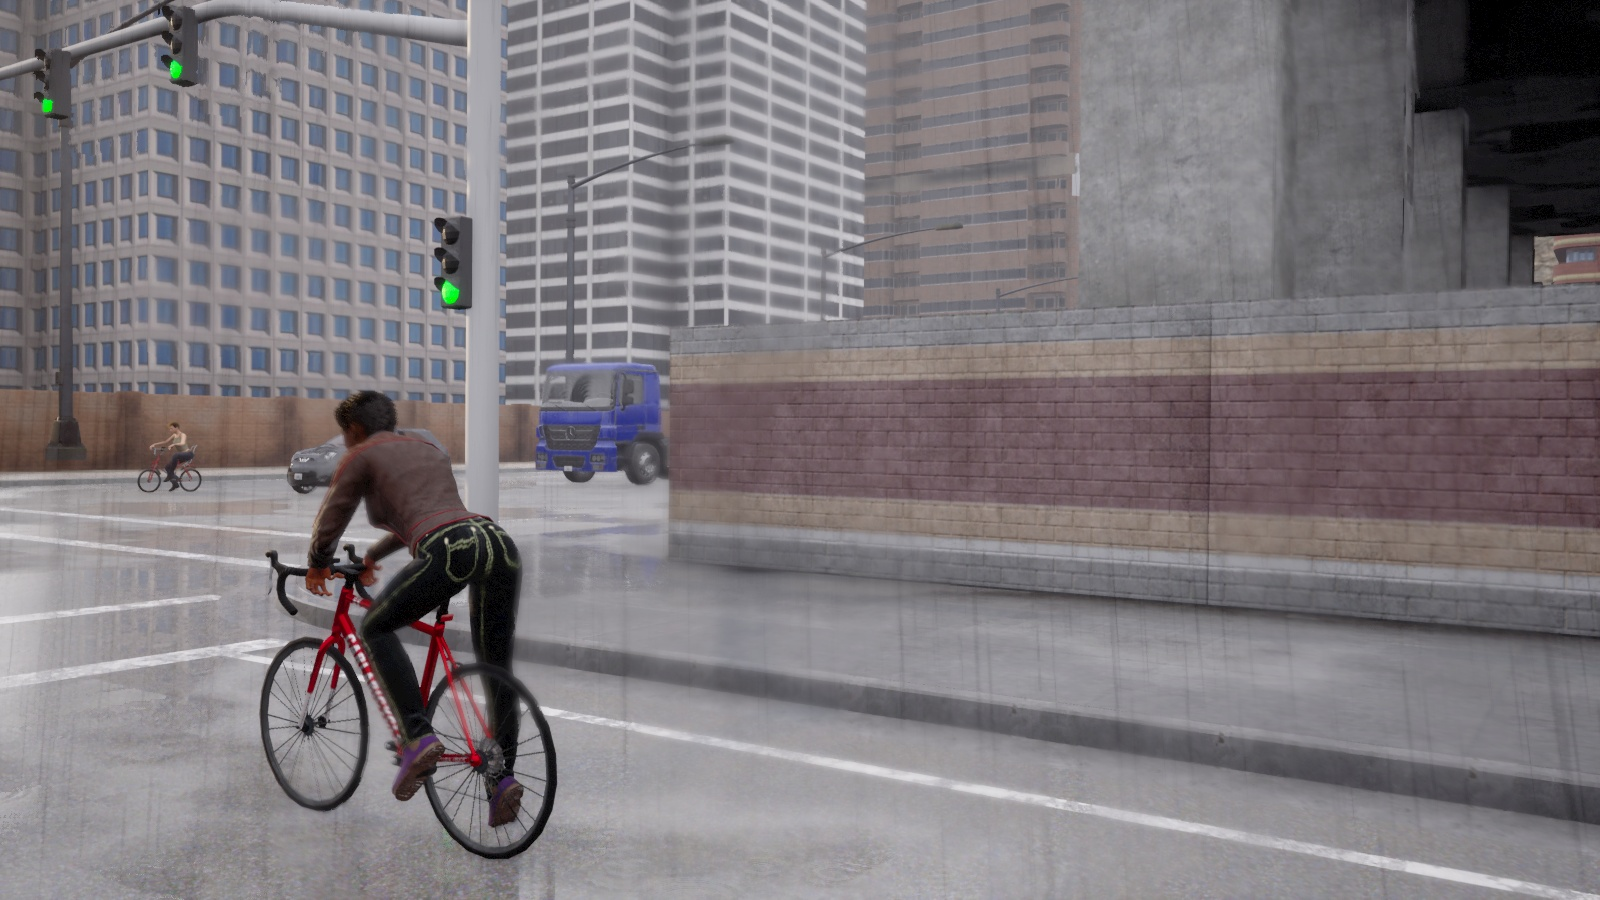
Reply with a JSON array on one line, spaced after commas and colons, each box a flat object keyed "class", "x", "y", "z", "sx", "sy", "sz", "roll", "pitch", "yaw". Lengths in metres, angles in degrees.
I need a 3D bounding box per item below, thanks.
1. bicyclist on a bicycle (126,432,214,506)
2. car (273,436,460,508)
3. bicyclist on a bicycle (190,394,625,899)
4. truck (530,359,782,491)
[{"class": "bicyclist on a bicycle", "x": -14.201, "y": 0.409, "z": 28.329, "sx": 0.866, "sy": 1.612, "sz": 1.509, "roll": 0, "pitch": 1, "yaw": 34}, {"class": "car", "x": -9.798, "y": 0.444, "z": 28.592, "sx": 1.845, "sy": 1.501, "sz": 3.633, "roll": 0, "pitch": 1, "yaw": 34}, {"class": "bicyclist on a bicycle", "x": -1.472, "y": 0.635, "z": 4.599, "sx": 1.656, "sy": 1.620, "sz": 0.582, "roll": 0, "pitch": 1, "yaw": 34}, {"class": "truck", "x": -4.016, "y": -0.721, "z": 37.134, "sx": 2.891, "sy": 3.462, "sz": 7.936, "roll": 0, "pitch": 1, "yaw": 34}]
